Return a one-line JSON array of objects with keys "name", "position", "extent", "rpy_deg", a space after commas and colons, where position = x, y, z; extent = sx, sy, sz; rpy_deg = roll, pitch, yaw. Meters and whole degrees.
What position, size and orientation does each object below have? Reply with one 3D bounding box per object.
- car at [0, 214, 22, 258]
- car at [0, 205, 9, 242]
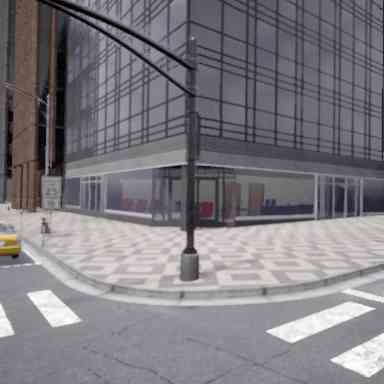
[{"name": "car", "position": [-7.490, 1.602, 12.347], "extent": [1.752, 1.417, 4.829], "rpy_deg": [1, -1, -35]}, {"name": "car", "position": [-10.551, 1.513, 16.657], "extent": [1.967, 1.590, 4.097], "rpy_deg": [1, -1, -35]}]
